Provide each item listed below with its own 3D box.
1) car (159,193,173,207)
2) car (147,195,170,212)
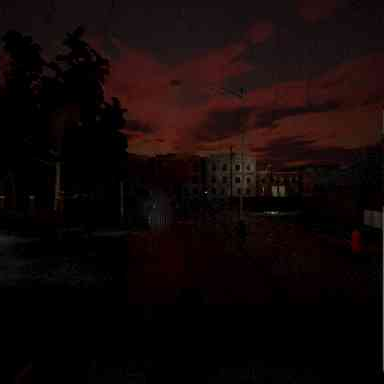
[{"bbox_3d":[-4.122,1.221,50.096,2.150,2.045,5.566,0,0,1],"label":"car"},{"bbox_3d":[-4.142,1.492,39.507,2.128,1.511,4.902,0,0,0],"label":"car"}]
